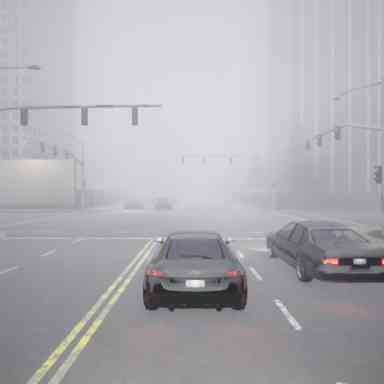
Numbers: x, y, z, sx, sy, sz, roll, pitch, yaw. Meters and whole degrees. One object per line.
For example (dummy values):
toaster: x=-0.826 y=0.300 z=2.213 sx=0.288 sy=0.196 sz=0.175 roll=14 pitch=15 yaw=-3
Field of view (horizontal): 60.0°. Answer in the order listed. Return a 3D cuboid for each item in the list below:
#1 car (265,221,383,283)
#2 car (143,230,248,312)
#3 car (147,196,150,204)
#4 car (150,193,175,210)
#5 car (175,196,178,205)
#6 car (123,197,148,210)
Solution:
car: x=3.582 y=1.546 z=9.679 sx=2.033 sy=1.411 sz=5.357 roll=0 pitch=0 yaw=-1
car: x=0.061 y=1.563 z=7.796 sx=1.994 sy=1.385 sz=4.181 roll=0 pitch=0 yaw=0
car: x=-7.083 y=1.481 z=56.571 sx=2.128 sy=1.511 sz=4.902 roll=0 pitch=0 yaw=0
car: x=-3.597 y=1.345 z=41.639 sx=2.097 sy=1.767 sz=4.553 roll=0 pitch=0 yaw=0
car: x=-3.570 y=1.483 z=59.059 sx=2.128 sy=1.511 sz=4.902 roll=0 pitch=0 yaw=0
car: x=-7.272 y=1.557 z=42.098 sx=1.994 sy=1.385 sz=4.181 roll=0 pitch=0 yaw=4
